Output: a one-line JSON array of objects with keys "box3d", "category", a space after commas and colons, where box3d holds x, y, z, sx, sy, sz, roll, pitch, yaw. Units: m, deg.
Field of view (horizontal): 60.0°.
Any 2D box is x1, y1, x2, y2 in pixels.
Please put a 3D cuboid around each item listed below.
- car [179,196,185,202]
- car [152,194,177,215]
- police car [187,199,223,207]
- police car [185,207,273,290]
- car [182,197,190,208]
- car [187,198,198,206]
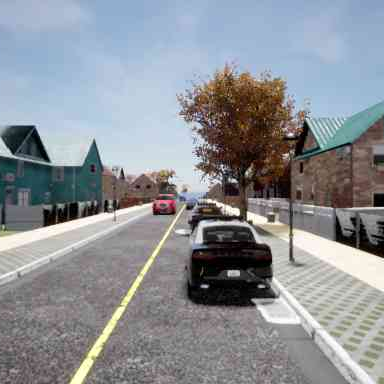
[{"box3d": [-2.576, 1.879, 91.649, 1.882, 1.535, 5.008, 0, -1, 0], "category": "car"}, {"box3d": [-2.785, 1.254, 34.489, 2.150, 2.045, 5.566, 0, 0, 0], "category": "car"}, {"box3d": [0.861, 1.435, 19.250, 1.930, 1.638, 5.238, 0, 0, 0], "category": "police car"}, {"box3d": [0.843, 1.429, 9.250, 1.930, 1.638, 5.238, 0, 0, 0], "category": "police car"}, {"box3d": [0.113, 1.639, 45.053, 2.033, 1.411, 5.357, 0, 0, 1], "category": "car"}, {"box3d": [0.118, 1.754, 62.058, 1.994, 1.385, 4.181, 0, 0, 0], "category": "car"}]
